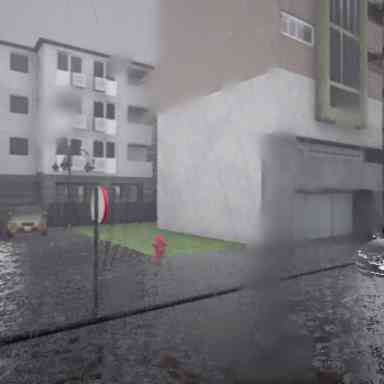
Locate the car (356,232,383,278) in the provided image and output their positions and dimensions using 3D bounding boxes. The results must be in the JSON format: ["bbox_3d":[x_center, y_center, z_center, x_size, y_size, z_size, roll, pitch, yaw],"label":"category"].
[{"bbox_3d":[6.481,1.538,9.229,4.892,1.490,1.837,0,0,-36],"label":"car"}]

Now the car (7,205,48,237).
[{"bbox_3d":[-8.533,1.426,17.358,1.816,1.474,4.193,0,0,-25],"label":"car"}]
